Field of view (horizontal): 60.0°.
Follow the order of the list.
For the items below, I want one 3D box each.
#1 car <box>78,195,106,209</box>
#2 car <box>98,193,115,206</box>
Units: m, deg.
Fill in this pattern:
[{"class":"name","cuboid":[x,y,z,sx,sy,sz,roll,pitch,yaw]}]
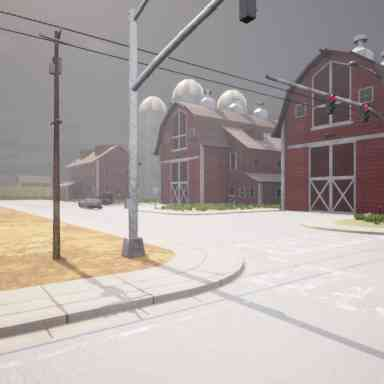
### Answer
[{"class":"car","cuboid":[-13.300,1.481,43.136,1.994,1.385,4.181,-1,1,-36]},{"class":"car","cuboid":[-13.758,1.118,50.620,3.866,1.878,1.905,-2,5,11]}]
